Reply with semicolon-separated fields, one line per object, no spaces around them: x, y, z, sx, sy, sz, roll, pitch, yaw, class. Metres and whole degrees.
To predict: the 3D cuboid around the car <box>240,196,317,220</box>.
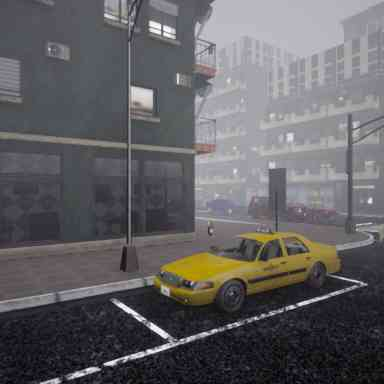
6.463;1.262;25.398;2.192;1.841;5.009;0;0;-36;car

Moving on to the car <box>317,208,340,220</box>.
9.057;1.550;26.251;1.895;1.301;4.718;0;0;-37;car

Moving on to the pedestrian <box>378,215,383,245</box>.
8.198;1.293;13.973;0.375;1.860;0.375;0;0;-36;pedestrian

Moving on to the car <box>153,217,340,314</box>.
1.464;1.525;7.605;4.829;1.417;1.752;0;0;-36;car

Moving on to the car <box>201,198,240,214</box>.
3.462;1.398;33.952;1.882;1.535;5.008;0;0;-36;car

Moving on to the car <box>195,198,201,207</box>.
-0.042;1.463;48.667;1.802;1.307;4.206;0;0;-36;car
